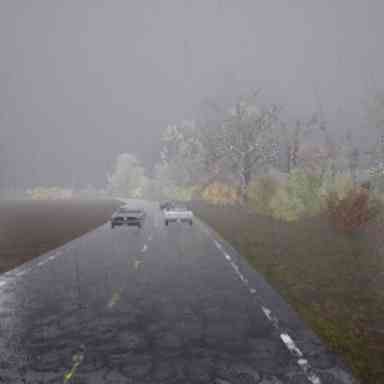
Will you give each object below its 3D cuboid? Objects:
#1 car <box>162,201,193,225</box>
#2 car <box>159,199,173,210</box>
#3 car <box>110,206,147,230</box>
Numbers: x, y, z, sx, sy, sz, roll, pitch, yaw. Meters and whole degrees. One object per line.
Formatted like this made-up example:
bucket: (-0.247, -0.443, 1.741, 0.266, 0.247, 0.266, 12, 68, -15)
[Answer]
car: (-1.039, 1.571, 23.901, 1.895, 1.301, 4.718, 0, 0, -5)
car: (-3.167, 1.549, 41.758, 1.895, 1.301, 4.718, 0, 0, -9)
car: (-3.964, 1.578, 21.288, 1.895, 1.301, 4.718, 0, 0, -4)
